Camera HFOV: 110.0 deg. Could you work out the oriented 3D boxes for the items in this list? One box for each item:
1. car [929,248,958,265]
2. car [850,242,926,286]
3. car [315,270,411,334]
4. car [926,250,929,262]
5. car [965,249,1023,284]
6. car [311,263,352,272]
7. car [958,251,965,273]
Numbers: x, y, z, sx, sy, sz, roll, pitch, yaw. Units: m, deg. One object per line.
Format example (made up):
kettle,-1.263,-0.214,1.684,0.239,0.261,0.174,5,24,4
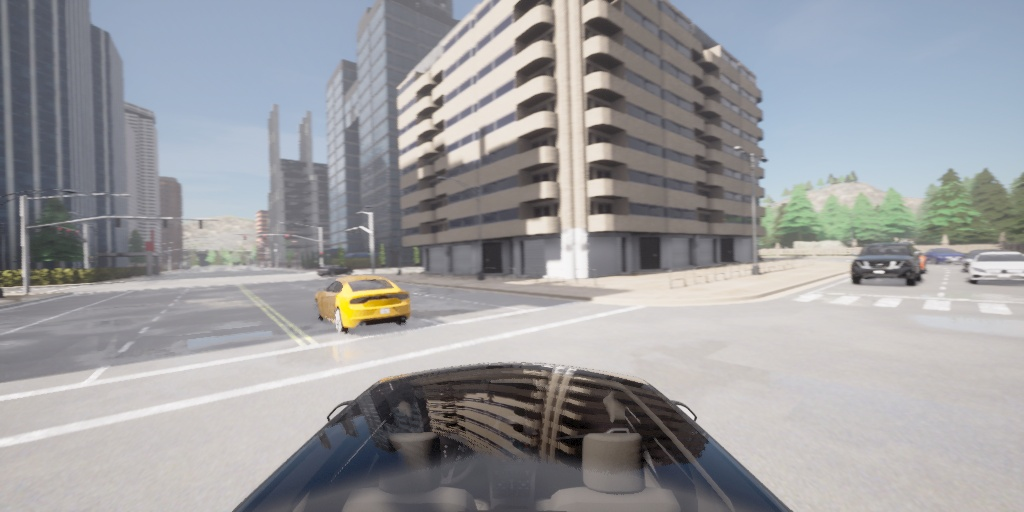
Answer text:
car,38.913,0.007,32.478,1.812,1.442,4.674,-2,0,34
car,19.147,0.328,18.321,5.566,2.045,2.150,-2,0,-38
car,-4.972,1.385,11.619,1.882,1.535,5.008,-2,0,-39
car,26.491,0.225,24.370,4.553,1.767,2.097,-2,0,-39
car,22.851,0.522,16.792,4.674,1.442,1.812,-2,0,-39
car,-22.458,1.876,45.755,2.128,1.511,4.902,-2,0,17
car,29.859,0.299,22.595,4.674,1.442,1.812,-2,0,-40
